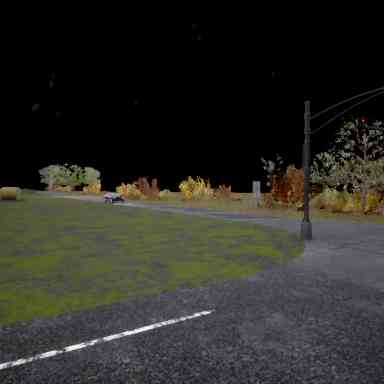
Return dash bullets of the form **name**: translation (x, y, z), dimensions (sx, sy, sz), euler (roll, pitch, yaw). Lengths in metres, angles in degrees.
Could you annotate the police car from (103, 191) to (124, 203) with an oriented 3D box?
- **police car**: translation (-11.671, 0.744, 49.723), dimensions (1.930, 1.638, 5.238), euler (1, 0, -32)
